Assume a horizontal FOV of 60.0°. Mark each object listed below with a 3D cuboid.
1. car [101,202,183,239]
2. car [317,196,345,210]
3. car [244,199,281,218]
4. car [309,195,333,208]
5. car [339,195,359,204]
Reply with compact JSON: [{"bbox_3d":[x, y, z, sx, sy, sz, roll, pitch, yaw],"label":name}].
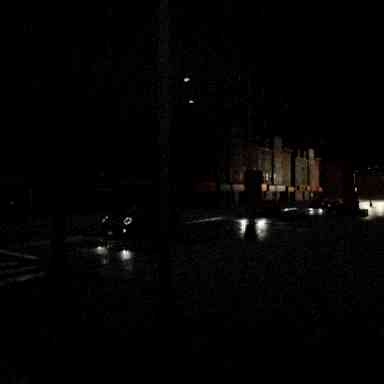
[{"bbox_3d":[-2.506,1.329,17.300,2.097,1.767,4.553,0,0,36],"label":"car"},{"bbox_3d":[16.603,1.464,38.986,1.994,1.385,4.181,0,0,36],"label":"car"},{"bbox_3d":[6.338,1.425,29.632,1.882,1.535,5.008,0,0,36],"label":"car"},{"bbox_3d":[17.158,1.511,44.564,1.994,1.385,4.181,0,0,36],"label":"car"},{"bbox_3d":[22.359,1.481,47.100,1.895,1.301,4.718,0,0,36],"label":"car"}]
